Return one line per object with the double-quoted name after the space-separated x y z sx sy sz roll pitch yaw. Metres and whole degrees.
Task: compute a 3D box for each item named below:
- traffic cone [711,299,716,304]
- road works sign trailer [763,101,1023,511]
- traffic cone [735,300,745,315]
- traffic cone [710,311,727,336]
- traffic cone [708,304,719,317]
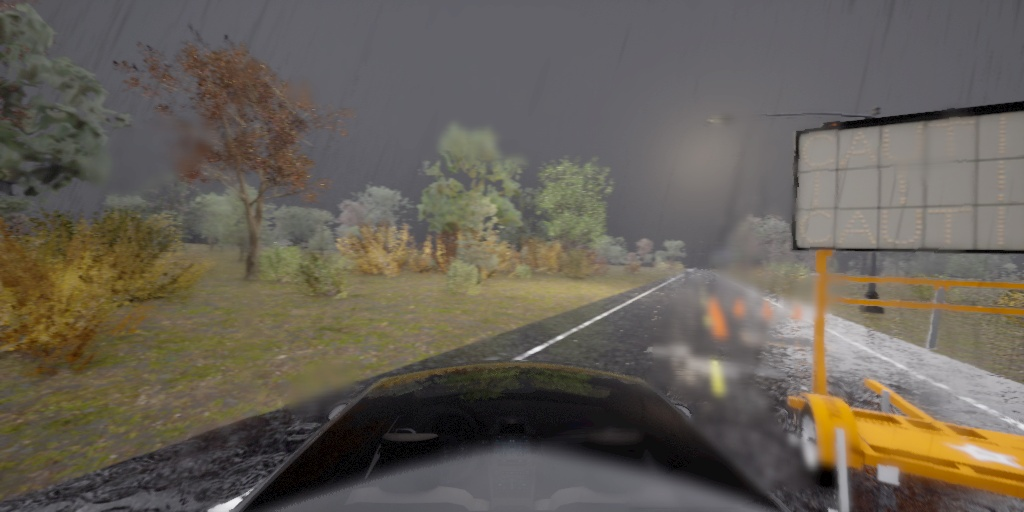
7.921 2.103 14.025 0.340 0.580 0.340 0 0 28 "traffic cone"
4.163 0.375 3.583 2.380 3.560 2.880 0 0 28 "road works sign trailer"
9.731 2.178 15.336 0.340 0.580 0.340 0 0 28 "traffic cone"
6.075 2.003 10.478 0.340 0.580 0.340 0 0 28 "traffic cone"
6.998 2.053 12.251 0.340 0.580 0.340 0 0 28 "traffic cone"
